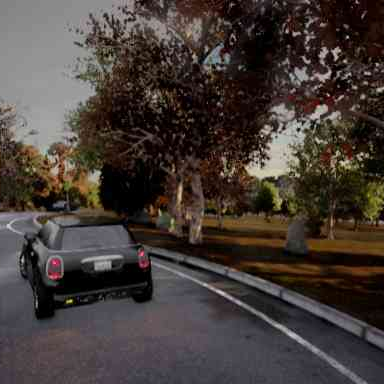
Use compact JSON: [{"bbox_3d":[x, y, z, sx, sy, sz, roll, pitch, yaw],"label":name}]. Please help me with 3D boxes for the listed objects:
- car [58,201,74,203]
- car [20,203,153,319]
[{"bbox_3d":[-16.128,1.861,42.790,2.033,1.411,5.357,0,-3,0],"label":"car"},{"bbox_3d":[-2.643,1.307,7.714,2.097,1.767,4.553,0,0,-30],"label":"car"}]
